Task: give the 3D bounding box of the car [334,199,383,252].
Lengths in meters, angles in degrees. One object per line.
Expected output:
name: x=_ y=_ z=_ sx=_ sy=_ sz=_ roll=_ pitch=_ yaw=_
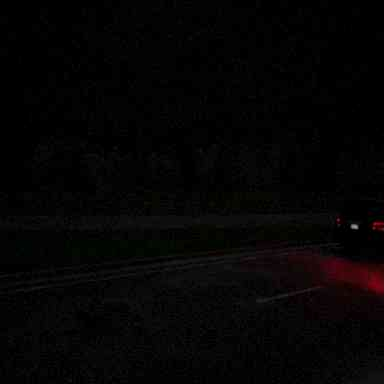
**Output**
car: x=7.902 y=1.276 z=12.665 sx=5.566 sy=2.045 sz=2.150 roll=0 pitch=0 yaw=-29
